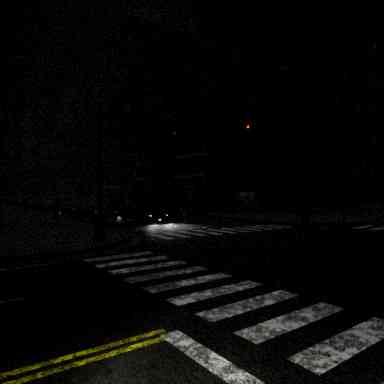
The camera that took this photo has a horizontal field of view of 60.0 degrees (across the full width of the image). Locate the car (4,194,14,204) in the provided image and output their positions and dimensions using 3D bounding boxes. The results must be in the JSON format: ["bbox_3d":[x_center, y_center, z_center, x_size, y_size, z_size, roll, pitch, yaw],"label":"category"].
[{"bbox_3d":[-32.842,1.551,61.566,2.008,1.369,4.403,0,0,-35],"label":"car"}]

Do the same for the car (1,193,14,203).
[{"bbox_3d":[-39.236,1.556,70.543,1.887,1.381,4.507,0,0,-35],"label":"car"}]

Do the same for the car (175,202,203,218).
[{"bbox_3d":[-0.729,1.580,30.312,1.947,1.339,4.313,0,0,-35],"label":"car"}]

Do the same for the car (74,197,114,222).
[{"bbox_3d":[-7.265,1.423,25.657,1.967,1.590,4.097,0,0,-35],"label":"car"}]

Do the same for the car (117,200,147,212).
[{"bbox_3d":[-7.123,1.594,39.290,1.802,1.307,4.206,0,0,-35],"label":"car"}]

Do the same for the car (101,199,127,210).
[{"bbox_3d":[-10.320,1.579,43.778,1.947,1.339,4.313,0,0,-35],"label":"car"}]

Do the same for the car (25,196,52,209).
[{"bbox_3d":[-20.053,1.533,43.611,2.008,1.369,4.403,0,0,-35],"label":"car"}]

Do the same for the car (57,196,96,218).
[{"bbox_3d":[-10.462,1.421,30.146,1.967,1.590,4.097,0,0,-35],"label":"car"}]

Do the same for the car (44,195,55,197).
[{"bbox_3d":[-29.502,1.477,70.710,1.967,1.590,4.097,0,0,-35],"label":"car"}]

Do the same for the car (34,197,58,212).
[{"bbox_3d":[-16.856,1.563,39.123,1.802,1.307,4.206,0,0,-35],"label":"car"}]

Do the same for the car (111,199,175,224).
[{"bbox_3d":[-3.828,1.541,25.173,2.033,1.411,5.357,0,0,-37],"label":"car"}]

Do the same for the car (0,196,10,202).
[{"bbox_3d":[-42.433,1.598,75.032,1.802,1.307,4.206,0,0,-35],"label":"car"}]

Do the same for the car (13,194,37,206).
[{"bbox_3d":[-26.447,1.430,52.588,1.967,1.590,4.097,0,0,-35],"label":"car"}]
